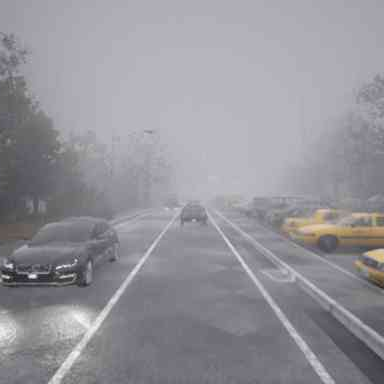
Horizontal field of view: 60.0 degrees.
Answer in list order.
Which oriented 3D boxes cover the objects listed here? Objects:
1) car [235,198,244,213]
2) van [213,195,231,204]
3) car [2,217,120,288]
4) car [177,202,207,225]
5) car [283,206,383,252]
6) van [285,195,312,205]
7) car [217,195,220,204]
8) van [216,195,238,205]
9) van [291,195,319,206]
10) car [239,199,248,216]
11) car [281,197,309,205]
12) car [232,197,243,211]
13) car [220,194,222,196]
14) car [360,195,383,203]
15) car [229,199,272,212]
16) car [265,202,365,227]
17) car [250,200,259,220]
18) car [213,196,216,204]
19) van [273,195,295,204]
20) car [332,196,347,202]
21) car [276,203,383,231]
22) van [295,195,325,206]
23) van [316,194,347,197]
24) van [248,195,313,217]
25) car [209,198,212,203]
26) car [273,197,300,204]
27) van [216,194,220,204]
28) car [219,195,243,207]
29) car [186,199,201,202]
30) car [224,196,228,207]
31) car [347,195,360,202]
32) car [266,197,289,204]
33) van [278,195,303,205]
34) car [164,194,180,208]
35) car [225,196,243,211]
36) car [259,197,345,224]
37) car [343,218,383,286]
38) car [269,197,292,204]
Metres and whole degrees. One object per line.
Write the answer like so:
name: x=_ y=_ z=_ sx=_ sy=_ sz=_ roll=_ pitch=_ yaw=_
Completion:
car: x=7.024 y=1.596 z=32.717 sx=4.792 sy=1.488 sz=2.163 roll=0 pitch=0 yaw=0
van: x=7.485 y=1.873 z=82.668 sx=4.442 sy=1.987 sz=1.878 roll=0 pitch=-1 yaw=0
car: x=-3.350 y=1.517 z=9.416 sx=1.837 sy=1.490 sz=4.892 roll=0 pitch=0 yaw=0
car: x=0.123 y=1.648 z=24.732 sx=1.895 sy=1.301 sz=4.718 roll=0 pitch=0 yaw=0
car: x=6.746 y=1.511 z=13.417 sx=5.366 sy=1.575 sz=1.946 roll=0 pitch=0 yaw=0
van: x=20.208 y=1.478 z=63.156 sx=4.442 sy=1.987 sz=1.878 roll=0 pitch=-1 yaw=0
car: x=7.188 y=1.671 z=54.926 sx=5.008 sy=1.535 sz=2.097 roll=0 pitch=0 yaw=0
van: x=7.164 y=1.585 z=68.791 sx=4.442 sy=1.987 sz=1.878 roll=0 pitch=-1 yaw=0
van: x=20.423 y=1.464 z=60.252 sx=4.442 sy=1.987 sz=1.878 roll=0 pitch=0 yaw=0
car: x=7.006 y=1.583 z=29.941 sx=4.792 sy=1.488 sz=2.163 roll=0 pitch=0 yaw=0
car: x=20.347 y=1.743 z=65.772 sx=5.008 sy=1.535 sz=2.097 roll=0 pitch=-1 yaw=0
car: x=7.041 y=1.609 z=35.493 sx=4.792 sy=1.488 sz=2.163 roll=0 pitch=0 yaw=0
car: x=7.144 y=1.532 z=52.151 sx=4.553 sy=1.767 sz=2.185 roll=0 pitch=0 yaw=0
car: x=20.104 y=1.308 z=32.551 sx=5.566 sy=2.045 sz=2.435 roll=0 pitch=0 yaw=0
car: x=7.112 y=1.607 z=41.045 sx=4.892 sy=1.521 sz=2.231 roll=0 pitch=0 yaw=0
car: x=6.959 y=1.511 z=18.836 sx=4.892 sy=1.521 sz=2.231 roll=0 pitch=0 yaw=0
car: x=7.030 y=1.557 z=24.388 sx=4.792 sy=1.488 sz=2.163 roll=0 pitch=0 yaw=0
car: x=7.274 y=1.459 z=63.255 sx=5.566 sy=2.045 sz=2.435 roll=0 pitch=0 yaw=0
van: x=20.511 y=1.690 z=74.084 sx=4.442 sy=1.987 sz=1.878 roll=0 pitch=-1 yaw=0
car: x=20.179 y=1.599 z=40.861 sx=5.008 sy=1.535 sz=2.097 roll=0 pitch=0 yaw=0
car: x=7.133 y=1.506 z=16.067 sx=5.366 sy=1.575 sz=1.946 roll=0 pitch=0 yaw=0
van: x=20.407 y=1.452 z=57.607 sx=4.442 sy=1.987 sz=1.878 roll=0 pitch=0 yaw=0
van: x=20.337 y=1.400 z=46.526 sx=4.442 sy=1.987 sz=1.878 roll=0 pitch=0 yaw=0
van: x=7.135 y=1.314 z=27.165 sx=4.442 sy=1.987 sz=1.878 roll=0 pitch=0 yaw=0
car: x=7.356 y=2.041 z=79.888 sx=5.008 sy=1.535 sz=2.097 roll=0 pitch=-1 yaw=0
car: x=20.192 y=1.855 z=71.310 sx=5.366 sy=1.575 sz=1.946 roll=0 pitch=-1 yaw=0
van: x=7.111 y=1.471 z=60.480 sx=4.442 sy=1.987 sz=1.878 roll=0 pitch=0 yaw=0
car: x=6.955 y=1.629 z=46.599 sx=5.366 sy=1.575 sz=1.946 roll=0 pitch=0 yaw=0
car: x=0.191 y=1.604 z=42.970 sx=2.128 sy=1.511 sz=4.902 roll=0 pitch=-1 yaw=0
car: x=7.117 y=1.620 z=43.822 sx=4.892 sy=1.521 sz=2.231 roll=0 pitch=0 yaw=0
car: x=20.121 y=1.321 z=35.321 sx=5.566 sy=2.045 sz=2.435 roll=0 pitch=0 yaw=0
car: x=20.424 y=2.031 z=79.619 sx=5.008 sy=1.535 sz=2.097 roll=0 pitch=-1 yaw=0
van: x=20.242 y=1.575 z=68.547 sx=4.442 sy=1.987 sz=1.878 roll=0 pitch=-1 yaw=0
car: x=-3.177 y=1.408 z=53.515 sx=2.150 sy=2.045 sz=5.566 roll=0 pitch=-1 yaw=1
car: x=6.903 y=1.590 z=38.271 sx=5.366 sy=1.575 sz=1.946 roll=0 pitch=0 yaw=0
car: x=7.014 y=1.391 z=21.616 sx=4.553 sy=1.767 sz=2.185 roll=0 pitch=0 yaw=0
car: x=6.710 y=1.531 z=7.744 sx=5.366 sy=1.575 sz=1.946 roll=0 pitch=0 yaw=0
car: x=20.406 y=1.975 z=76.849 sx=4.892 sy=1.521 sz=2.231 roll=0 pitch=-1 yaw=0
